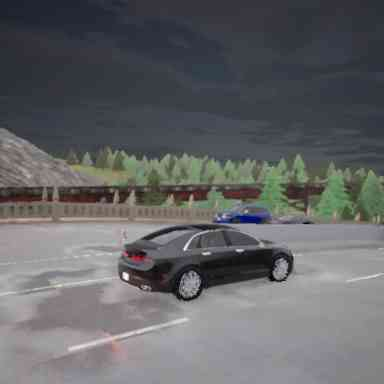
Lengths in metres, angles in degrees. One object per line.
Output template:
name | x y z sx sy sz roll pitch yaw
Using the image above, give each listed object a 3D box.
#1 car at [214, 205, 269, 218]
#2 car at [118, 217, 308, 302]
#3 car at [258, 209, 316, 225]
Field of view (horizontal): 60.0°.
car | 4.466 2.123 28.572 5.566 2.045 2.150 7 -4 -35
car | 0.575 1.576 8.455 4.892 1.490 1.837 1 -1 -35
car | 7.949 2.536 26.774 5.008 1.535 1.882 7 -4 -35
